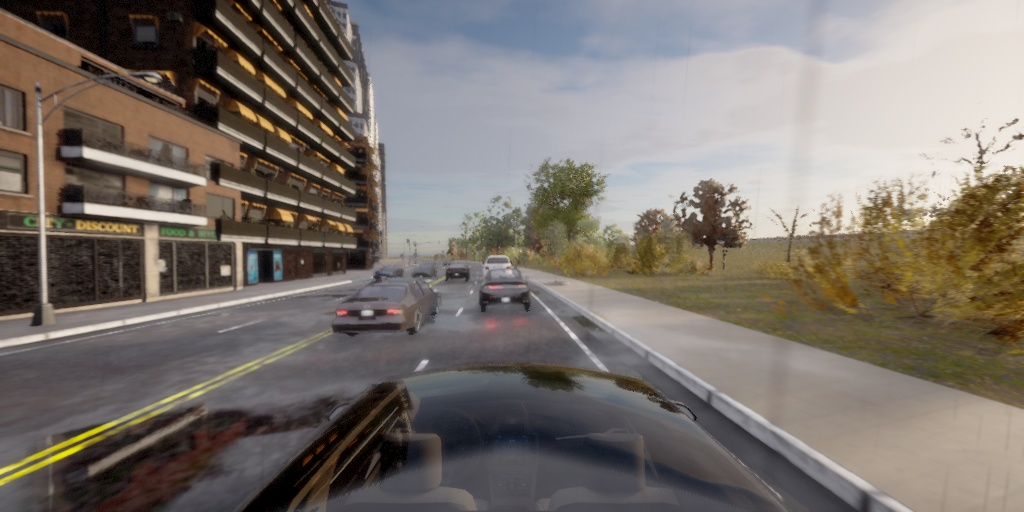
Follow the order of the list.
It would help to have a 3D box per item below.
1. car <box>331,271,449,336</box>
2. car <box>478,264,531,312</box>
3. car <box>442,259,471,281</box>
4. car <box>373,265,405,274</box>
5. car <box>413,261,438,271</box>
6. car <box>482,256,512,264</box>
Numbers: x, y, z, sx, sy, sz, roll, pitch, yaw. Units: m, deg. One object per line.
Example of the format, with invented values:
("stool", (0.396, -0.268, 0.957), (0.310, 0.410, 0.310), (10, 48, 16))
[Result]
("car", (-3.423, 1.367, 10.798), (2.033, 1.411, 5.357), (-1, 0, -2))
("car", (-0.312, 1.253, 14.416), (2.128, 1.511, 4.902), (-1, 0, -2))
("car", (-4.610, 1.323, 31.056), (1.882, 1.535, 5.008), (-1, 0, -4))
("car", (-11.502, 1.524, 33.951), (2.033, 1.411, 5.357), (-1, 0, -4))
("car", (-8.287, 1.463, 34.465), (2.033, 1.411, 5.357), (-1, 0, -4))
("car", (-1.167, 1.004, 28.512), (2.150, 2.045, 5.566), (-1, 0, -4))
